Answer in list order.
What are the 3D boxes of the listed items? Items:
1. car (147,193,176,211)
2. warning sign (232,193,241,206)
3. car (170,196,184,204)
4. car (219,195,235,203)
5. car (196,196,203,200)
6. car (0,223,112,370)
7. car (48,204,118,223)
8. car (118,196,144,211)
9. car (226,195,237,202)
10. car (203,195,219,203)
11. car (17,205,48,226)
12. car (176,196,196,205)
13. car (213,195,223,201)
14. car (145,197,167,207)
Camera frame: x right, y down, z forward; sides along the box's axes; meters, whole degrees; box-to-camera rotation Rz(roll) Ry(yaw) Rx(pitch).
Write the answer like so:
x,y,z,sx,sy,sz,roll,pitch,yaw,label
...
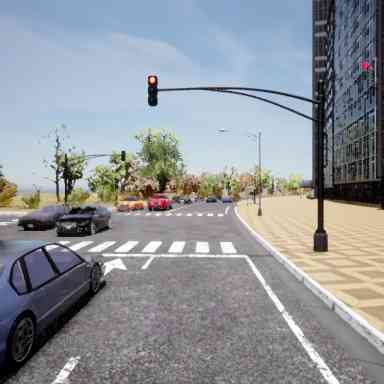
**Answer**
x,y,z,sx,sy,sz,roll,pitch,yaw,label
-3.898,1.214,41.432,2.150,2.045,5.566,0,1,7,car
6.478,1.122,48.189,1.300,1.860,1.060,0,0,8,warning sign
-3.009,1.508,67.752,1.837,1.490,4.892,0,0,11,car
7.496,1.561,70.037,2.033,1.411,5.357,0,0,12,car
1.755,1.521,74.886,1.812,1.442,4.674,0,0,12,car
-3.035,1.547,5.651,2.033,1.411,5.357,0,0,1,car
-5.936,1.503,18.792,1.837,1.490,4.892,0,0,3,car
-7.371,1.350,40.021,2.097,1.767,4.553,0,0,8,car
9.650,1.545,80.338,2.128,1.511,4.902,0,0,14,car
4.217,1.559,70.759,1.994,1.385,4.181,0,0,12,car
-9.020,1.545,21.616,2.033,1.411,5.357,0,0,4,car
-1.240,1.496,59.567,2.128,1.511,4.902,0,0,10,car
6.340,1.392,80.466,1.812,1.442,4.674,0,0,14,car
-5.640,1.547,52.844,2.033,1.411,5.357,0,0,9,car
